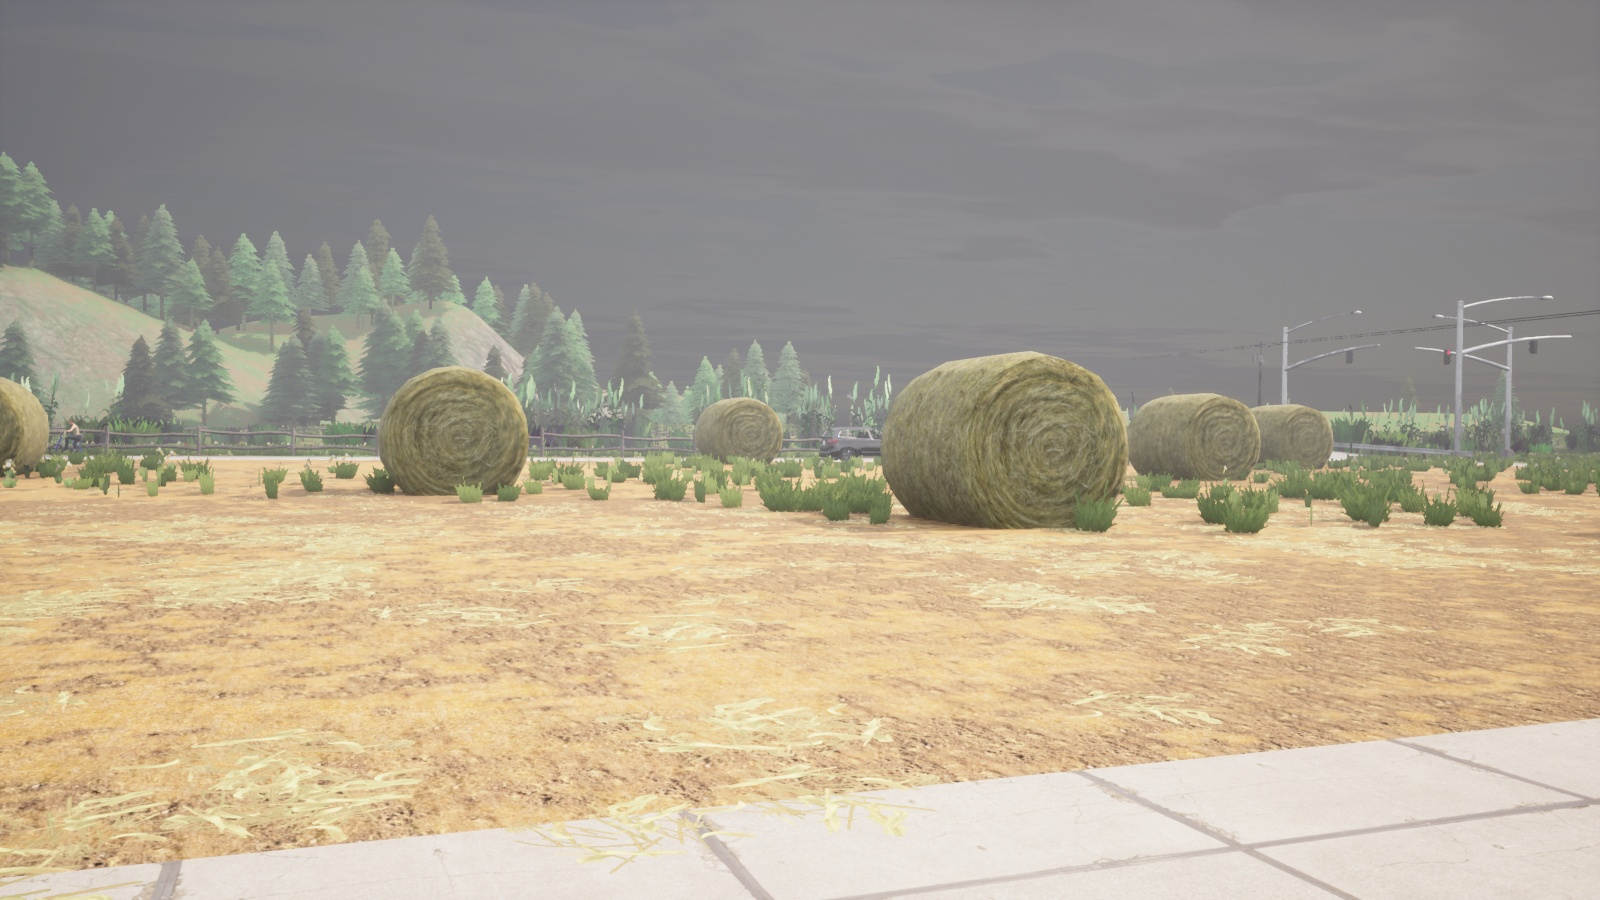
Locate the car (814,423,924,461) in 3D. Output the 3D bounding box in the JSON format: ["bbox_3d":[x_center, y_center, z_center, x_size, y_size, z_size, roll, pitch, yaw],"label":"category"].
[{"bbox_3d":[3.201,-0.400,58.616,4.611,1.667,2.242,-1,1,-17],"label":"car"}]

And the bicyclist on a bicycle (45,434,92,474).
[{"bbox_3d":[-30.340,0.155,52.111,1.509,1.612,0.866,-1,1,-16],"label":"bicyclist on a bicycle"}]
